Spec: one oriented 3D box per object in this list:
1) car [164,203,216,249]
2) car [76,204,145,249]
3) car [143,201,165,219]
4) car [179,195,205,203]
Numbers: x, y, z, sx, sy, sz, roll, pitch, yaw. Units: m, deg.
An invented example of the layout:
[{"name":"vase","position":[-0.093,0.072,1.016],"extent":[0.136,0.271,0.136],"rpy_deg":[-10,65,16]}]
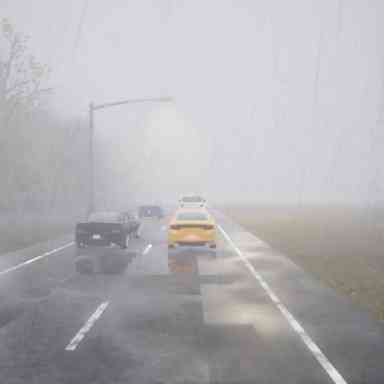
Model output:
[{"name":"car","position":[0.000,1.488,14.651],"extent":[1.882,1.535,5.008],"rpy_deg":[0,0,0]},{"name":"car","position":[-3.500,1.488,14.651],"extent":[1.882,1.535,5.008],"rpy_deg":[0,0,0]},{"name":"car","position":[-3.499,1.493,29.652],"extent":[1.882,1.535,5.008],"rpy_deg":[0,0,0]},{"name":"car","position":[0.001,1.266,29.682],"extent":[2.150,2.045,5.566],"rpy_deg":[0,0,0]}]
